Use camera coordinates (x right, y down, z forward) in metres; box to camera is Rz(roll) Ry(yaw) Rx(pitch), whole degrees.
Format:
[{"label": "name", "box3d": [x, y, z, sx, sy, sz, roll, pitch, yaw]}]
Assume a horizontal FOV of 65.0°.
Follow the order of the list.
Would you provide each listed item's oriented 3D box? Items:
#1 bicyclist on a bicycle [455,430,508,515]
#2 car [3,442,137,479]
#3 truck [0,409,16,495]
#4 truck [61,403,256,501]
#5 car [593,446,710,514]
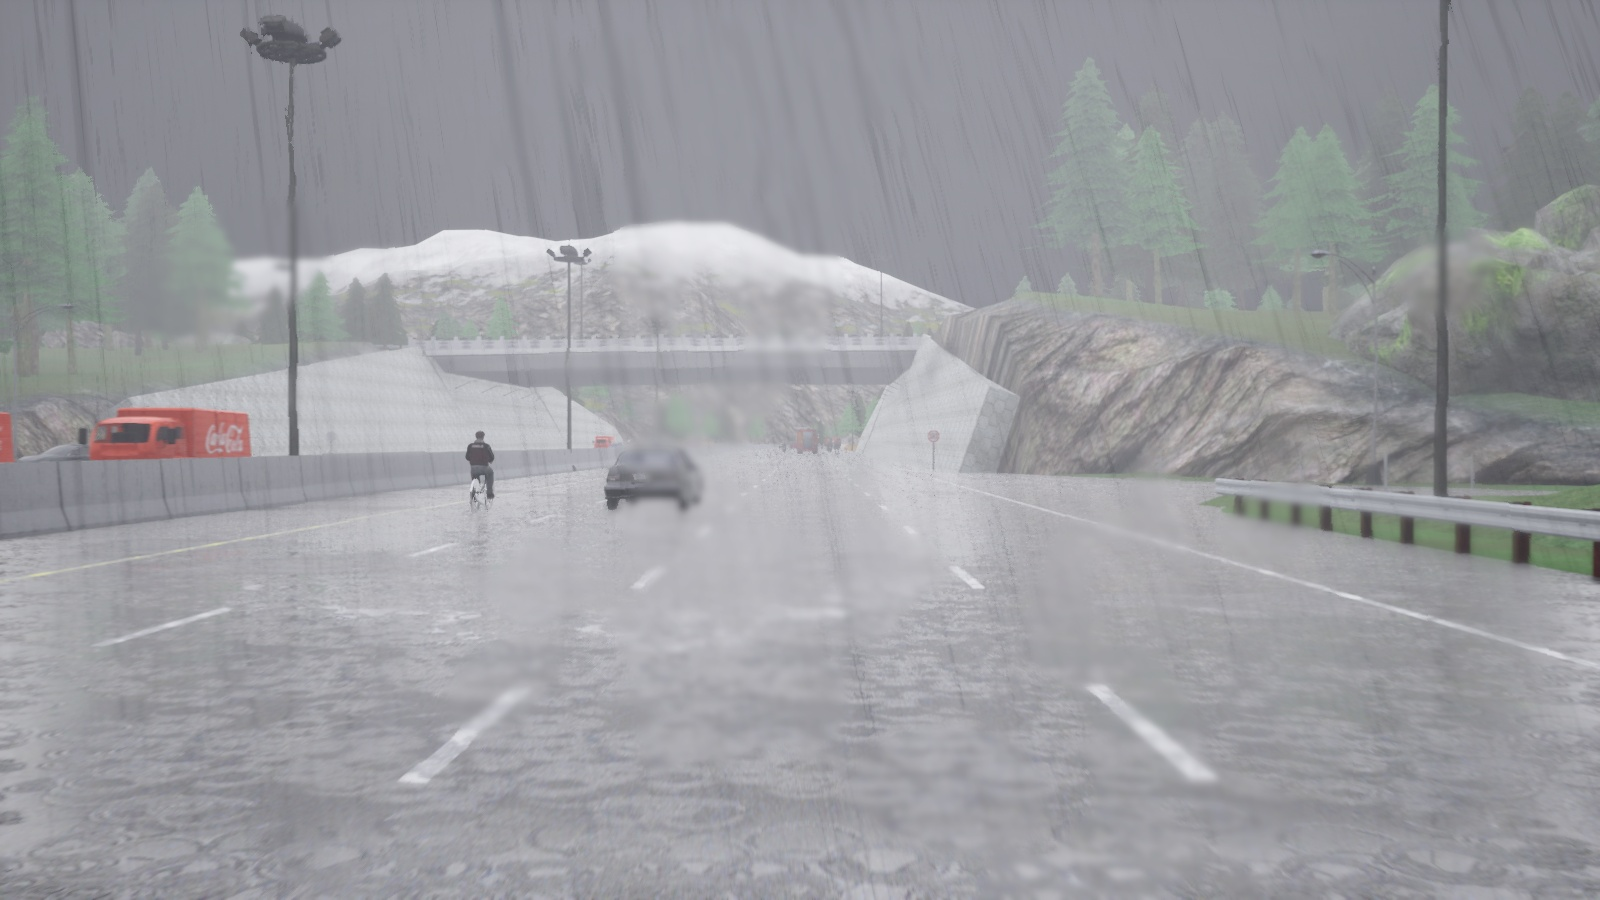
[{"label": "bicyclist on a bicycle", "box3d": [-6.831, 0.459, 27.023, 0.659, 1.776, 1.843, 0, 1, 0]}, {"label": "car", "box3d": [-31.075, 0.424, 53.633, 1.837, 1.490, 4.892, 0, 0, 20]}, {"label": "truck", "box3d": [-24.291, 0.051, 34.200, 2.627, 2.467, 5.204, 0, 0, 0]}, {"label": "truck", "box3d": [-17.291, 0.057, 34.228, 2.627, 2.467, 5.204, 0, 0, 0]}, {"label": "car", "box3d": [-3.319, 0.627, 29.120, 2.033, 1.411, 5.357, 0, 0, 0]}]
